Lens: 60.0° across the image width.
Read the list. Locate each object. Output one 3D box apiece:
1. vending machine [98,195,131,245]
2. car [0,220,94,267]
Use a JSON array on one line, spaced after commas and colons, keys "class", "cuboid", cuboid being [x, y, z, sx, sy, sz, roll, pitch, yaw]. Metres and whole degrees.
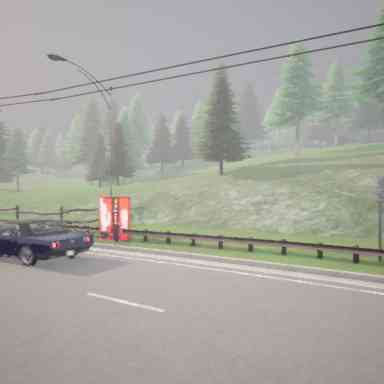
[{"class": "vending machine", "cuboid": [-3.414, 1.195, 14.708, 0.880, 2.100, 1.100, 0, 0, 29]}, {"class": "car", "cuboid": [-5.717, 1.600, 11.361, 4.718, 1.301, 1.895, 0, 0, 28]}]
